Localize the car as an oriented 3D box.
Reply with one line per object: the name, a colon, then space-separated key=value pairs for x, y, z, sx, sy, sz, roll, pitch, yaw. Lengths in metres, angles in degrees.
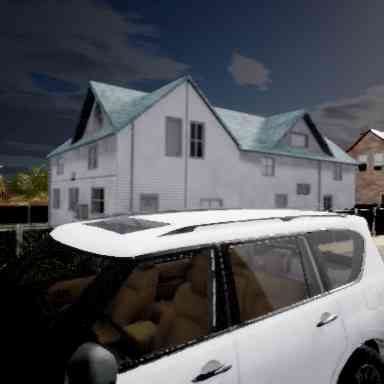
car: x=-0.397 y=1.222 z=2.785 sx=5.566 sy=2.045 sz=2.150 roll=0 pitch=0 yaw=-35
